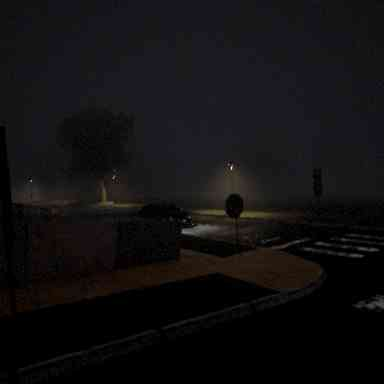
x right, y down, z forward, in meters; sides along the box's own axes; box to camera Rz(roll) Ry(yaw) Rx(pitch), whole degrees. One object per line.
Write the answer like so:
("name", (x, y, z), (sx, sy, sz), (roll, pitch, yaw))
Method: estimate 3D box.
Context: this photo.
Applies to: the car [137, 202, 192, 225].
("car", (-1.961, 1.488, 22.205), (1.837, 1.490, 4.892), (-5, 4, -38))
